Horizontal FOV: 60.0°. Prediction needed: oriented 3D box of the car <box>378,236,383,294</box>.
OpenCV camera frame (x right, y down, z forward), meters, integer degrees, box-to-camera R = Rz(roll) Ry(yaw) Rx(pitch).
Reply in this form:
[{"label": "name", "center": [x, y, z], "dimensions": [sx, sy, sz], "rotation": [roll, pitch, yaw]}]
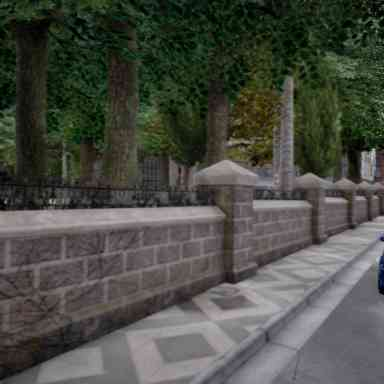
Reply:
[{"label": "car", "center": [5.881, 1.494, 8.166], "dimensions": [1.882, 1.535, 5.008], "rotation": [0, 0, 36]}]
